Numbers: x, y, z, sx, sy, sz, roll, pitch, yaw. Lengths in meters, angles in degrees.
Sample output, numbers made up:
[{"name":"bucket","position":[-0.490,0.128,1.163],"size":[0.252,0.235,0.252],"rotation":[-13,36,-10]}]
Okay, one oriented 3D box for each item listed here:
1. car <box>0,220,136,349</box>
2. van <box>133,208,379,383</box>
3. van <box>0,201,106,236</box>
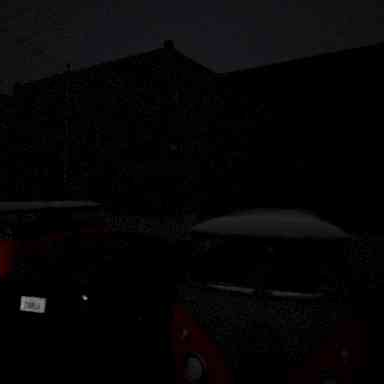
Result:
[{"name":"car","position":[-1.373,1.481,6.422],"size":[2.163,1.488,4.792],"rotation":[0,-1,15]},{"name":"van","position":[1.052,1.245,4.534],"size":[1.878,1.987,4.442],"rotation":[1,0,15]},{"name":"van","position":[-3.858,1.204,8.025],"size":[1.878,1.987,4.442],"rotation":[1,0,15]}]
